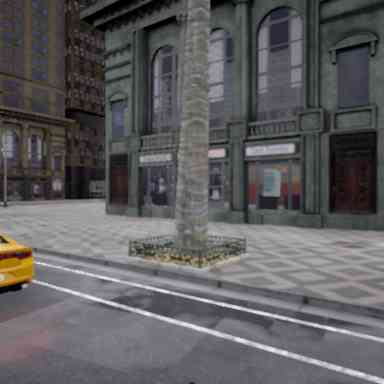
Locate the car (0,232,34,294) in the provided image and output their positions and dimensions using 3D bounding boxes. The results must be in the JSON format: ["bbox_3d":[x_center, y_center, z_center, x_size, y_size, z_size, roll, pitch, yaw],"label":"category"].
[{"bbox_3d":[-5.692,1.486,7.744,5.008,1.535,1.882,0,0,35],"label":"car"}]
